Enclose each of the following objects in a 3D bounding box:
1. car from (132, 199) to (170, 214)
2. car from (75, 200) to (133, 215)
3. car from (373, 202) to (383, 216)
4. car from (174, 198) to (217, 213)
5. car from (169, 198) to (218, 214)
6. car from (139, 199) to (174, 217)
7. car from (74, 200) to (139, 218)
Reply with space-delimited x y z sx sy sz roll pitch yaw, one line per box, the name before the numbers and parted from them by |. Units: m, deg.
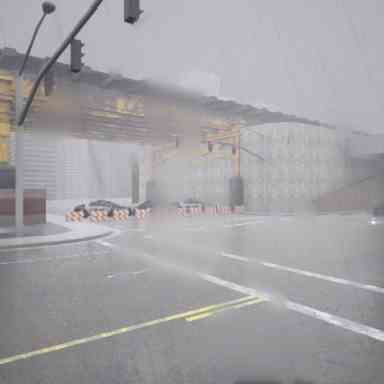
car | -3.750 1.295 31.561 1.853 1.218 4.536 0 0 18
car | -7.560 1.295 28.831 4.536 1.218 1.853 0 0 8
car | 18.875 1.477 31.232 5.008 1.535 1.882 0 0 -37
car | 0.091 1.295 35.267 4.536 1.218 1.853 0 0 -7
car | 0.142 1.453 35.273 4.974 1.542 2.038 0 0 -7
car | -3.766 1.453 31.511 2.038 1.542 4.974 0 0 18
car | -7.509 1.453 28.824 4.974 1.542 2.038 0 0 8
